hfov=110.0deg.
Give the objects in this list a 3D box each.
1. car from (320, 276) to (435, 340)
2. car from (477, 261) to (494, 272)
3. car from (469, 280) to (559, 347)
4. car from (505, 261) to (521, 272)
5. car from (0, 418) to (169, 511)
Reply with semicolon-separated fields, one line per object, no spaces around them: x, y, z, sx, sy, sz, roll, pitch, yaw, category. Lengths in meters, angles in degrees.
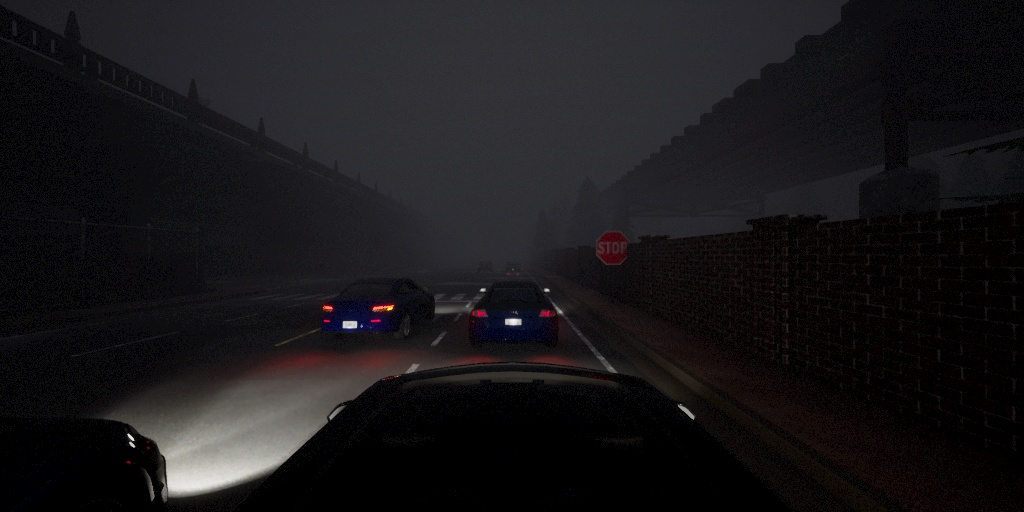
-3.412;1.276;9.838;1.812;1.442;4.674;0;0;0;car
-3.391;1.297;45.963;2.033;1.411;5.357;0;0;-1;car
0.070;1.314;9.315;1.994;1.385;4.181;0;0;1;car
0.104;1.351;46.131;1.895;1.301;4.718;0;0;-1;car
-3.399;1.314;0.742;1.994;1.385;4.181;0;0;0;car
